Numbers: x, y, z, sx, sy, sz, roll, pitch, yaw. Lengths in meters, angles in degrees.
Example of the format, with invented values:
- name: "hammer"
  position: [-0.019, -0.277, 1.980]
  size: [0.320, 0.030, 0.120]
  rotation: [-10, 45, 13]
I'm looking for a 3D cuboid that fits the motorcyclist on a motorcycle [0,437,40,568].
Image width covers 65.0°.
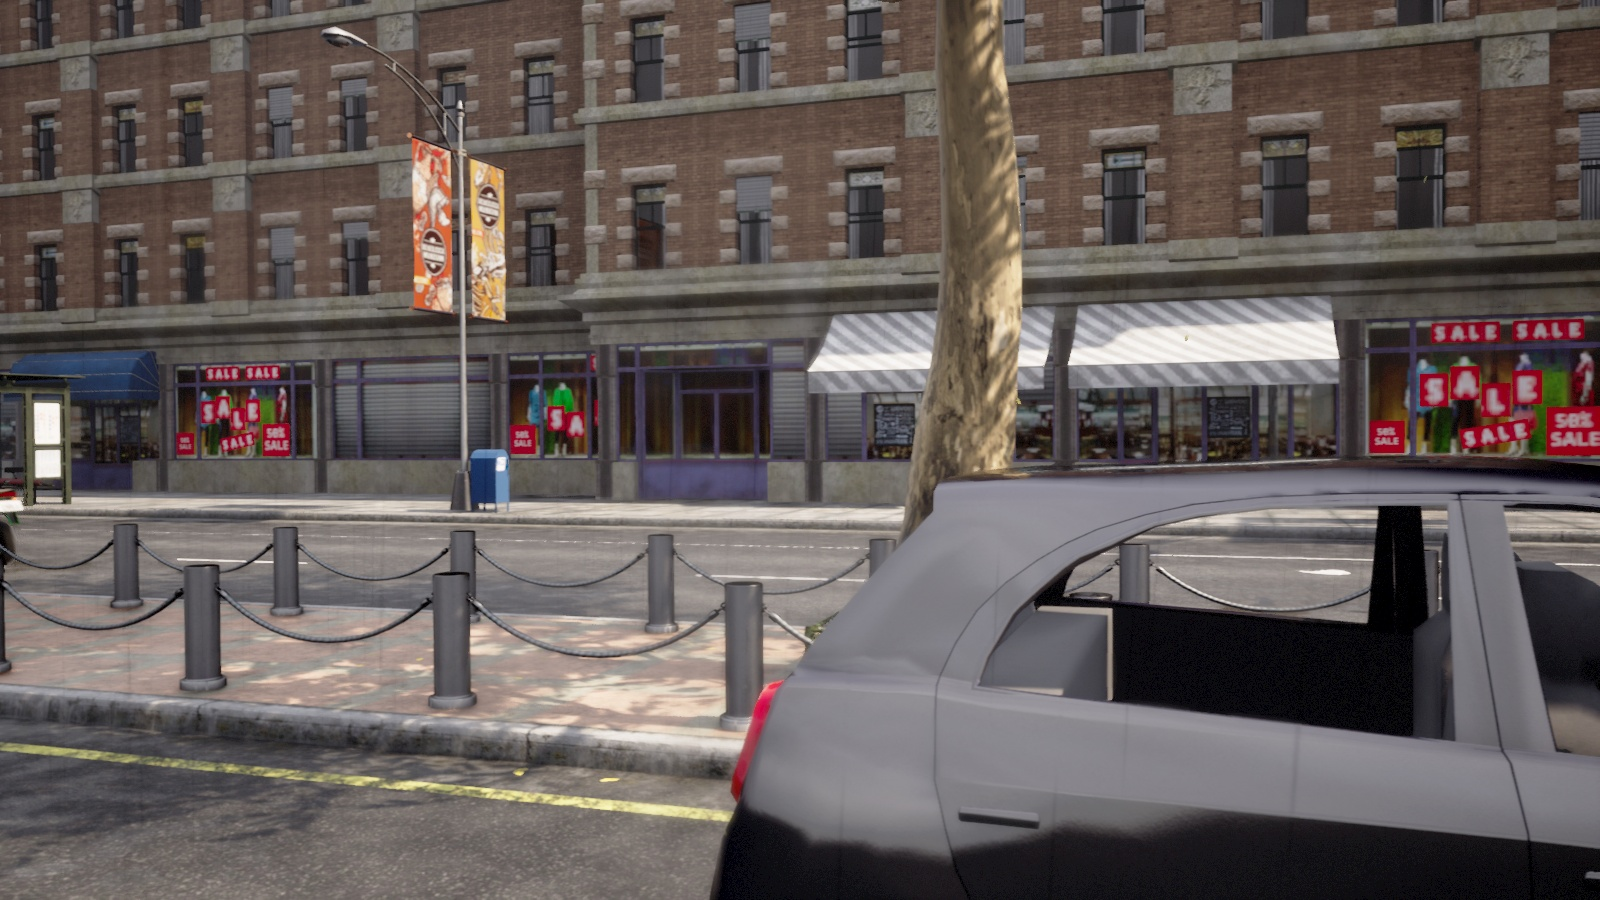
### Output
- name: "motorcyclist on a motorcycle"
  position: [-10.272, 0.608, 15.089]
  size: [2.044, 1.523, 0.797]
  rotation: [0, 1, 19]

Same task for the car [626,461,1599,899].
- name: "car"
  position: [1.696, 0.804, 2.623]
  size: [3.633, 1.501, 1.845]
  rotation: [0, 1, 19]
